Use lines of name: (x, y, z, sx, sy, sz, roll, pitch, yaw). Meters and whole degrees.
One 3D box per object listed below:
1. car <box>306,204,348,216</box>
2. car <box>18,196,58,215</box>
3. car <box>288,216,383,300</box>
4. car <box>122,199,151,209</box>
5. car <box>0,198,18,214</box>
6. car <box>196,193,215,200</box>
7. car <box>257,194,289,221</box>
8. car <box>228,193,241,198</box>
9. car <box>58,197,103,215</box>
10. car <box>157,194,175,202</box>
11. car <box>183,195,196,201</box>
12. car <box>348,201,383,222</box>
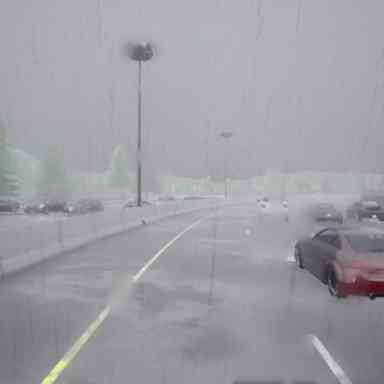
car: (9.605, 1.530, 24.374, 1.994, 1.385, 4.181, 0, 0, 11)
car: (-13.990, 1.223, 32.132, 2.097, 1.767, 4.553, 0, 0, 12)
car: (4.001, 1.554, 8.393, 1.994, 1.385, 4.181, 0, 0, 3)
car: (-5.920, 1.451, 36.004, 1.994, 1.385, 4.181, 0, 0, 14)
car: (-17.940, 1.355, 30.353, 2.128, 1.511, 4.902, 0, 0, 12)
car: (3.293, 1.086, 70.330, 2.097, 1.767, 4.553, 0, 0, 27)
car: (6.435, 1.172, 26.566, 2.150, 2.045, 5.566, 0, 0, 11)
car: (9.552, 1.098, 74.538, 1.837, 1.490, 4.892, 0, 0, 29)
car: (-10.387, 1.374, 32.295, 2.128, 1.511, 4.902, 0, 0, 12)
car: (-5.346, 1.145, 68.639, 2.097, 1.767, 4.553, 0, 0, 25)
car: (-0.190, 1.369, 71.226, 1.895, 1.301, 4.718, 0, 0, 27)
car: (13.513, 1.479, 26.105, 1.837, 1.490, 4.892, 0, 0, 12)
